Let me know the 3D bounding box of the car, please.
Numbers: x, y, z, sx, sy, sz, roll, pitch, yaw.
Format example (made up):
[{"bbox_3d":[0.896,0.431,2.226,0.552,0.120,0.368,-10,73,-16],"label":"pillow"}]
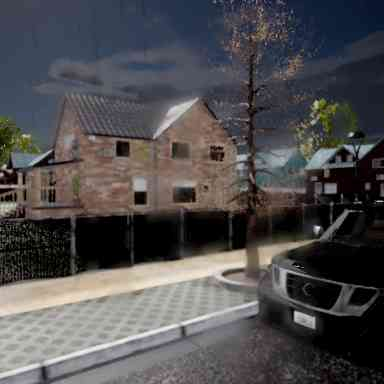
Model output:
[{"bbox_3d":[3.620,1.177,5.644,5.566,2.045,2.150,-1,0,-35],"label":"car"}]
